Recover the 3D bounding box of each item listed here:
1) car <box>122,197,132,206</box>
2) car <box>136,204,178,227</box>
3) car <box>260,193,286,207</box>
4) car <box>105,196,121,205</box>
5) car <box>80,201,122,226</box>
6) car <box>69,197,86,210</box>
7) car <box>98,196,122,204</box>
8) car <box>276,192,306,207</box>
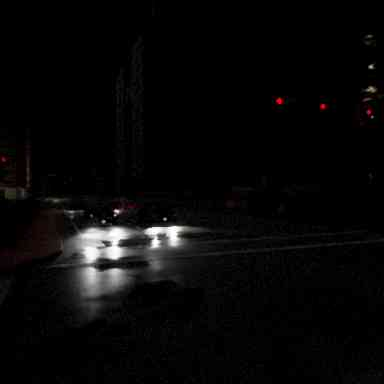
[{"bbox_3d":[-10.533,1.469,51.335,1.812,1.442,4.674,0,0,-22],"label":"car"},{"bbox_3d":[-2.449,1.502,22.598,1.994,1.385,4.181,0,0,-23],"label":"car"},{"bbox_3d":[10.579,1.026,43.724,1.905,1.878,3.866,0,0,-22],"label":"car"},{"bbox_3d":[-14.530,1.442,60.743,2.128,1.511,4.902,0,0,-23],"label":"car"},{"bbox_3d":[-6.410,1.558,22.994,1.895,1.301,4.718,0,0,-23],"label":"car"},{"bbox_3d":[-14.902,1.450,43.315,1.882,1.535,5.008,0,0,-22],"label":"car"},{"bbox_3d":[-10.823,1.307,42.620,2.097,1.767,4.553,0,0,-23],"label":"car"},{"bbox_3d":[13.298,1.013,44.845,1.905,1.878,3.866,0,0,-22],"label":"car"}]
